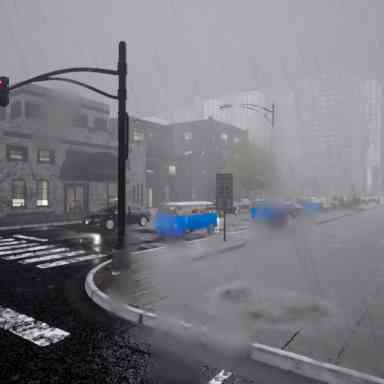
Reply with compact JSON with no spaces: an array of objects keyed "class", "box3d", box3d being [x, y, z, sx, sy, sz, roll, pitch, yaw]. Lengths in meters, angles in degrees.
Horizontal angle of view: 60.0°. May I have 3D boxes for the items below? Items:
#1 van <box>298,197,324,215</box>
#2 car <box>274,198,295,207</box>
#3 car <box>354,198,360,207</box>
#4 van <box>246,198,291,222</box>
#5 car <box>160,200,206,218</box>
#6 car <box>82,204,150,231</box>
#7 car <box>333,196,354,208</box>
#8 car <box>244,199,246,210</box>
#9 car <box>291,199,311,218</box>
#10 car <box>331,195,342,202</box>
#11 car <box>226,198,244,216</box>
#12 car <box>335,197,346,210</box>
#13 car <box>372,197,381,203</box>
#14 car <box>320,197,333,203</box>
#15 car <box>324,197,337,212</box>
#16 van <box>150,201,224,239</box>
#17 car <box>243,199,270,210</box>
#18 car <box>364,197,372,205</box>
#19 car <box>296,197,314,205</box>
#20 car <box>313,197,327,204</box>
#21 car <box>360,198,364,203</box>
[{"class":"van","box3d":[12.531,1.469,35.749,1.690,1.788,3.998,0,0,35]},{"class":"car","box3d":[15.175,1.666,54.140,1.887,1.381,4.507,0,0,35]},{"class":"car","box3d":[25.198,1.517,53.844,2.192,1.841,5.009,0,0,35]},{"class":"van","box3d":[6.198,1.436,26.702,1.690,1.788,3.998,0,0,35]},{"class":"car","box3d":[-0.755,1.558,31.383,1.752,1.417,4.829,0,0,35]},{"class":"car","box3d":[-4.699,1.529,21.230,1.837,1.490,4.892,1,0,35]},{"class":"car","box3d":[22.032,1.497,49.320,2.192,1.841,5.009,0,0,35]},{"class":"car","box3d":[5.677,1.507,40.570,1.967,1.590,4.097,0,0,35]},{"class":"car","box3d":[9.363,1.656,31.225,1.887,1.381,4.507,0,0,35]},{"class":"car","box3d":[37.341,1.713,85.805,1.967,1.590,4.097,0,0,35]},{"class":"car","box3d":[2.842,1.565,31.998,1.837,1.490,4.892,1,0,35]},{"class":"car","box3d":[18.863,1.729,44.796,1.947,1.339,4.313,0,0,35]},{"class":"car","box3d":[44.196,1.900,80.984,1.947,1.339,4.313,0,0,35]},{"class":"car","box3d":[31.007,1.792,76.758,1.947,1.339,4.313,0,0,35]},{"class":"car","box3d":[15.795,1.671,40.412,1.752,1.417,4.829,0,0,35]},{"class":"van","box3d":[-0.135,1.407,17.655,1.690,1.788,3.998,0,0,35]},{"class":"car","box3d":[8.842,1.629,45.094,1.887,1.381,4.507,0,0,35]},{"class":"car","box3d":[34.696,1.810,67.414,1.887,1.381,4.507,0,0,35]},{"class":"car","box3d":[21.508,1.706,63.187,1.887,1.381,4.507,0,0,35]},{"class":"car","box3d":[27.744,1.729,72.095,1.752,1.417,4.829,0,0,35]},{"class":"car","box3d":[28.461,1.748,58.506,1.752,1.417,4.829,0,0,35]}]
